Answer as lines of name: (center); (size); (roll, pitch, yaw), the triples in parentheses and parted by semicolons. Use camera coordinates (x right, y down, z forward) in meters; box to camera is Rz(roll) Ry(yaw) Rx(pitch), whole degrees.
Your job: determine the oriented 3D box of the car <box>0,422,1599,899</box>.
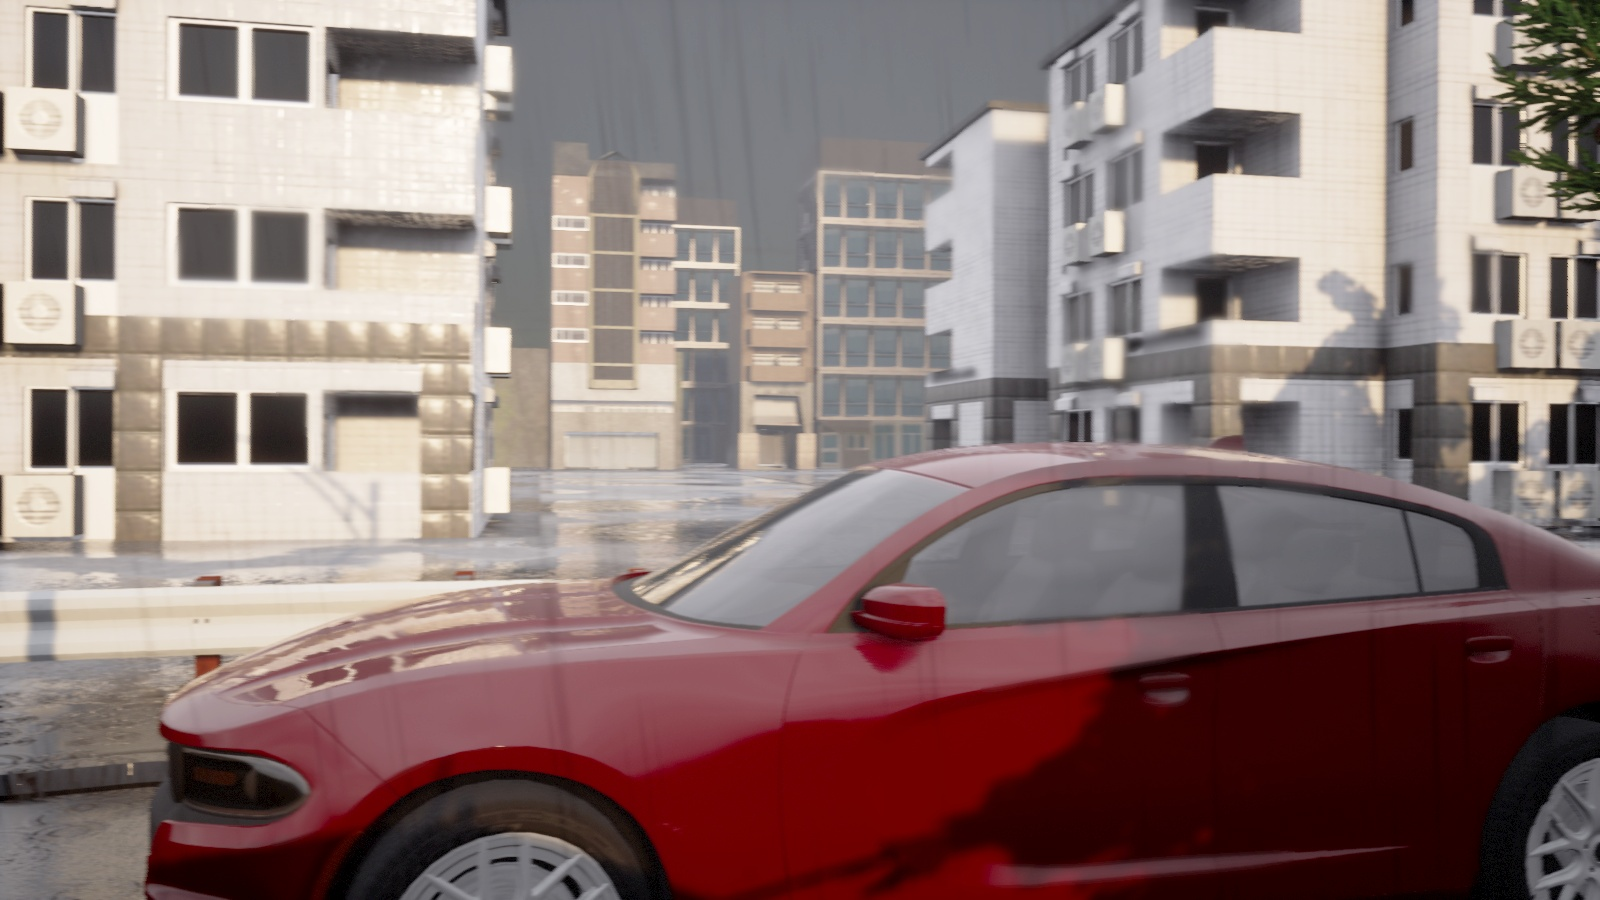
car: (0.570, 0.711, 4.072); (5.008, 1.535, 1.882); (0, 0, -15)
